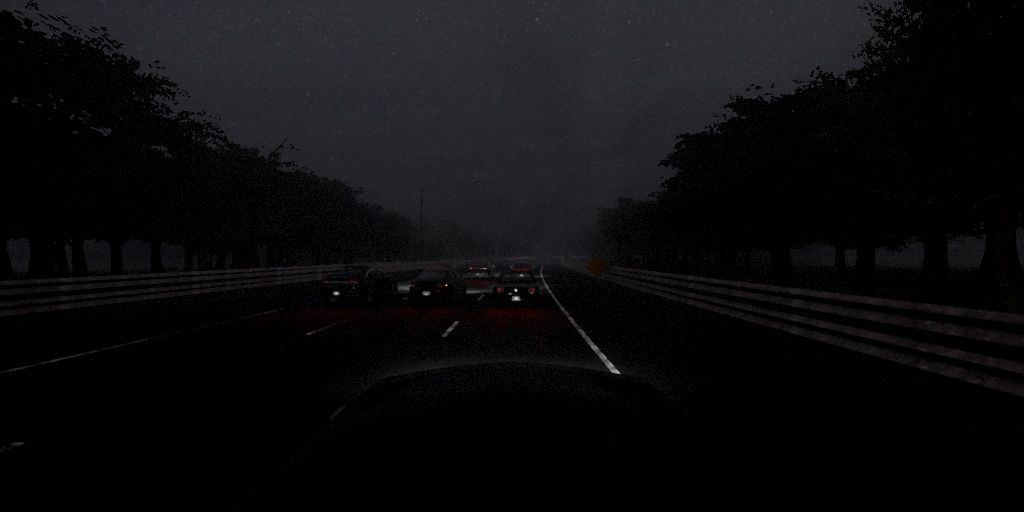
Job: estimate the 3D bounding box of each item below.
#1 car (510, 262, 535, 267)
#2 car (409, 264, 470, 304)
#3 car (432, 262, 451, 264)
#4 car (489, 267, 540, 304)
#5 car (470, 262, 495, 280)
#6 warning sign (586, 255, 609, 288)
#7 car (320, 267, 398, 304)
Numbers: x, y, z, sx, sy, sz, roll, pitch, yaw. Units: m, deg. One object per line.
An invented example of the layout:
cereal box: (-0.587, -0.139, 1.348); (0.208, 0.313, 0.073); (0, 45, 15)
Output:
car: (0.908, 1.249, 30.914); (1.837, 1.490, 4.892); (0, 0, 3)
car: (-3.269, 1.276, 16.279); (1.812, 1.442, 4.674); (0, 0, 2)
car: (-6.080, 1.216, 31.324); (1.882, 1.535, 5.008); (0, 0, 3)
car: (0.231, 1.360, 16.200); (1.895, 1.301, 4.718); (0, 0, 2)
car: (-2.586, 1.227, 31.118); (2.128, 1.511, 4.902); (0, 0, 3)
warning sign: (4.949, 0.855, 20.749); (1.300, 1.860, 1.060); (0, 0, 2)
car: (-6.767, 1.238, 16.388); (2.128, 1.511, 4.902); (0, 0, 2)
